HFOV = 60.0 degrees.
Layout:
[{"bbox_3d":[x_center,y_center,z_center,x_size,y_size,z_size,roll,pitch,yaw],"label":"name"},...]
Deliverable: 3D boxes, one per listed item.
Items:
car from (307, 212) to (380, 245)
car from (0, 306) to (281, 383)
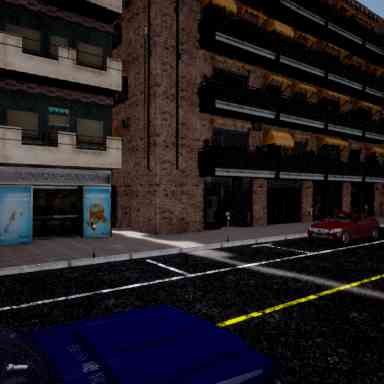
[{"bbox_3d":[7.172,1.583,15.538,4.206,1.307,1.802,0,0,-35],"label":"car"},{"bbox_3d":[-1.546,1.601,2.218,4.718,1.301,1.895,0,0,-35],"label":"car"}]
